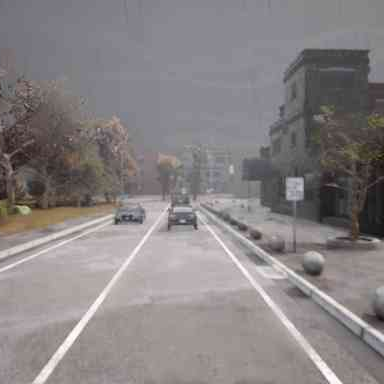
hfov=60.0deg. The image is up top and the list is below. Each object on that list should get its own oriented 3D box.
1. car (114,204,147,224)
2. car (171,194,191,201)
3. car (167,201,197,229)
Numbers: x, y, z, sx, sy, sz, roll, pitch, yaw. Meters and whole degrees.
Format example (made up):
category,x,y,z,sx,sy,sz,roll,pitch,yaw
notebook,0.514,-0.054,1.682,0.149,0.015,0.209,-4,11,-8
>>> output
category,x,y,z,sx,sy,sz,roll,pitch,yaw
car,-4.443,1.580,24.447,1.994,1.385,4.181,0,0,-2
car,-1.349,1.207,40.548,2.150,2.045,5.566,0,0,-2
car,-0.636,1.527,21.597,1.812,1.442,4.674,0,0,-2
